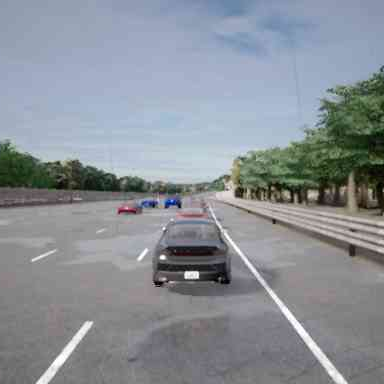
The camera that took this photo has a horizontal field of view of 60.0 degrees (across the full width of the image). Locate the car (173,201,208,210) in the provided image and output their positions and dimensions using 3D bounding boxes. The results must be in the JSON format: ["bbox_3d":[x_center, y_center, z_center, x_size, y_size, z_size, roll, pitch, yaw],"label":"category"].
[{"bbox_3d":[0.048,1.485,19.626,1.812,1.442,4.674,0,0,1],"label":"car"}]

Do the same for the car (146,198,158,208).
[{"bbox_3d":[-6.014,1.544,47.962,1.882,1.535,5.008,0,-1,2],"label":"car"}]

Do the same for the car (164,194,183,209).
[{"bbox_3d":[-2.568,1.266,46.349,2.150,2.045,5.566,0,0,2],"label":"car"}]

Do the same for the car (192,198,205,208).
[{"bbox_3d":[1.006,1.577,48.529,1.812,1.442,4.674,0,-1,1],"label":"car"}]

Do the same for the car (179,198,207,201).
[{"bbox_3d":[0.180,1.459,26.657,1.837,1.490,4.892,0,0,1],"label":"car"}]

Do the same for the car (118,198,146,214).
[{"bbox_3d":[-6.468,1.574,35.251,1.994,1.385,4.181,0,0,2],"label":"car"}]

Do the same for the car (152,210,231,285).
[{"bbox_3d":[-0.005,1.490,9.407,1.837,1.490,4.892,0,0,0],"label":"car"}]
